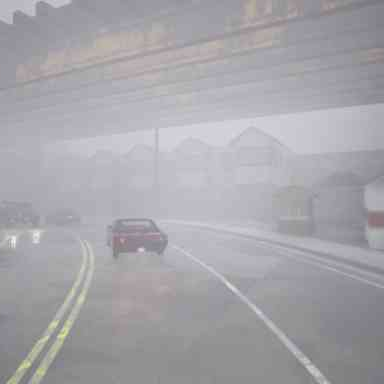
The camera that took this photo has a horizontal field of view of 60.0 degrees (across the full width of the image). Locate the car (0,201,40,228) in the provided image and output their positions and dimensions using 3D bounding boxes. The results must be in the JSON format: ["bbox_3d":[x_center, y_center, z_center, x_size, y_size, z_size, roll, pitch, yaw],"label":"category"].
[{"bbox_3d":[-14.032,1.745,26.750,2.150,2.045,5.566,1,-2,-41],"label":"car"}]

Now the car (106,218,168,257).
[{"bbox_3d":[-2.418,1.708,13.476,1.895,1.301,4.718,0,-1,-18],"label":"car"}]

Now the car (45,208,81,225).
[{"bbox_3d":[-11.376,2.117,29.143,1.994,1.385,4.181,1,-2,-40],"label":"car"}]
